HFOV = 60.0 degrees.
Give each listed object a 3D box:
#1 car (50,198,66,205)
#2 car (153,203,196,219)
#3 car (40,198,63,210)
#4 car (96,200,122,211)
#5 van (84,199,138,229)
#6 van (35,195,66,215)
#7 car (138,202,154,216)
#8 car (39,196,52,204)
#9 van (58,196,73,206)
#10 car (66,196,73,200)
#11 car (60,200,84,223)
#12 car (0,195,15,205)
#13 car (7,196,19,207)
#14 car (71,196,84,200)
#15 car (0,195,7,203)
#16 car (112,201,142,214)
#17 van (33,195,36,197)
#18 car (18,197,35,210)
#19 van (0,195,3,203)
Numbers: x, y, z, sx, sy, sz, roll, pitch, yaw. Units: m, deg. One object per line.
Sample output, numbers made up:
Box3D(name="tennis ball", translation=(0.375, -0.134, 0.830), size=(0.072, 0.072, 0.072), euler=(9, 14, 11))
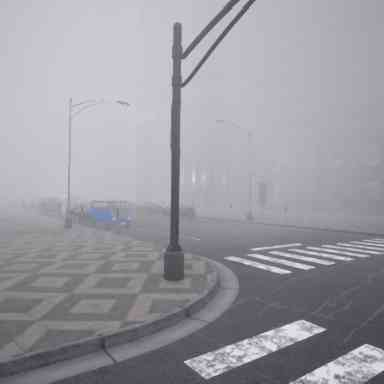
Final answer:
Box3D(name="car", translation=(-26.967, 1.886, 66.774), size=(2.008, 1.369, 4.403), euler=(1, -1, -35))
Box3D(name="car", translation=(-1.439, 1.710, 30.687), size=(1.887, 1.381, 4.507), euler=(1, -1, -35))
Box3D(name="car", translation=(-19.701, 1.658, 46.512), size=(1.837, 1.490, 4.892), euler=(1, -1, -35))
Box3D(name="car", translation=(-11.110, 1.754, 44.358), size=(1.752, 1.417, 4.829), euler=(1, -1, -35))
Box3D(name="van", translation=(-5.243, 1.336, 21.255), size=(1.690, 1.788, 3.998), euler=(1, -1, -35))
Box3D(name="van", translation=(-14.810, 1.398, 34.790), size=(1.690, 1.788, 3.998), euler=(1, -1, -35))
Box3D(name="car", translation=(-4.630, 1.731, 35.198), size=(1.887, 1.381, 4.507), euler=(1, -1, -35))
Box3D(name="car", translation=(-33.348, 1.819, 75.797), size=(1.967, 1.590, 4.097), euler=(1, -1, -35))
Box3D(name="van", translation=(-23.774, 1.655, 62.265), size=(1.690, 1.788, 3.998), euler=(1, -1, -35))
Box3D(name="car", translation=(-20.582, 1.608, 57.755), size=(2.192, 1.841, 5.009), euler=(1, -1, -35))
Box3D(name="car", translation=(-8.434, 1.559, 25.764), size=(1.887, 1.381, 4.507), euler=(1, -1, -35))
Box3D(name="car", translation=(-37.036, 1.731, 66.231), size=(1.752, 1.417, 4.829), euler=(1, -1, -35))
Box3D(name="car", translation=(-27.568, 1.693, 52.834), size=(2.008, 1.369, 4.403), euler=(1, -1, -35))
Box3D(name="car", translation=(-17.394, 1.816, 53.241), size=(1.887, 1.381, 4.507), euler=(1, -1, -35))
Box3D(name="car", translation=(-43.510, 1.565, 75.395), size=(2.192, 1.841, 5.009), euler=(1, -1, -35))
Box3D(name="car", translation=(-7.821, 1.752, 39.709), size=(1.887, 1.381, 4.507), euler=(1, -1, -35))
Box3D(name="van", translation=(-36.537, 1.741, 80.308), size=(1.690, 1.788, 3.998), euler=(1, -1, -35))
Box3D(name="car", translation=(-21.190, 1.681, 43.811), size=(1.802, 1.307, 4.206), euler=(1, -1, -35))
Box3D(name="van", translation=(-46.699, 1.613, 79.907), size=(1.690, 1.788, 3.998), euler=(1, -1, -35))
